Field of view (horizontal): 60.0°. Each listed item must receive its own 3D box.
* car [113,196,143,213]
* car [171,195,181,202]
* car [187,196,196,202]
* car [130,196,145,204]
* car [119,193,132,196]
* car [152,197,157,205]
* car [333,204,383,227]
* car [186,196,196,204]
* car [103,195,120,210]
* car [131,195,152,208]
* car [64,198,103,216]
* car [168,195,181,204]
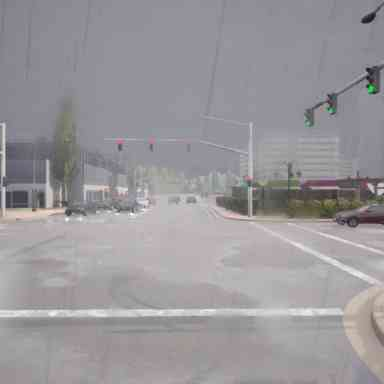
[{"bbox_3d":[-7.175,1.505,37.651,1.837,1.490,4.892,0,0,0],"label":"car"},{"bbox_3d":[-3.649,1.425,74.809,1.994,1.385,4.181,0,0,0],"label":"car"},{"bbox_3d":[-0.149,1.468,74.848,1.895,1.301,4.718,0,0,0],"label":"car"},{"bbox_3d":[-10.651,1.547,65.566,2.033,1.411,5.357,0,0,1],"label":"car"},{"bbox_3d":[-10.697,1.221,52.717,2.150,2.045,5.566,0,0,0],"label":"car"},{"bbox_3d":[-7.195,1.564,56.797,1.994,1.385,4.181,0,0,0],"label":"car"},{"bbox_3d":[11.762,1.526,21.899,4.674,1.442,1.812,0,0,1],"label":"car"},{"bbox_3d":[-0.129,1.491,64.543,2.128,1.511,4.902,0,0,0],"label":"car"},{"bbox_3d":[-10.683,1.505,42.113,1.837,1.490,4.892,0,0,0],"label":"car"},{"bbox_3d":[-7.187,1.526,46.837,1.812,1.442,4.674,0,0,0],"label":"car"},{"bbox_3d":[-10.665,1.547,32.557,2.033,1.411,5.357,0,0,0],"label":"car"},{"bbox_3d":[-3.629,1.547,64.536,2.033,1.411,5.357,0,0,0],"label":"car"}]
